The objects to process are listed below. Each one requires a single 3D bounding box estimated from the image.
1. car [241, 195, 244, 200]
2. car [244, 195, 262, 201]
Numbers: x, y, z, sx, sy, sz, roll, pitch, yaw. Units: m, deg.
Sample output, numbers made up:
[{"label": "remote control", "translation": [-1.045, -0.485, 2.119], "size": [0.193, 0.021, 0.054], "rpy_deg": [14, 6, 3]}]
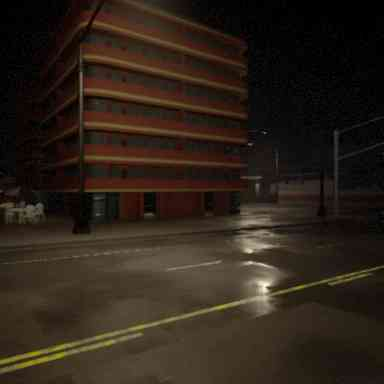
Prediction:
[{"label": "car", "translation": [11.907, 1.313, 88.354], "size": [4.611, 1.667, 2.242], "rpy_deg": [-1, 0, -35]}, {"label": "car", "translation": [15.880, 1.467, 84.135], "size": [3.806, 1.475, 1.970], "rpy_deg": [-1, 0, -35]}]
